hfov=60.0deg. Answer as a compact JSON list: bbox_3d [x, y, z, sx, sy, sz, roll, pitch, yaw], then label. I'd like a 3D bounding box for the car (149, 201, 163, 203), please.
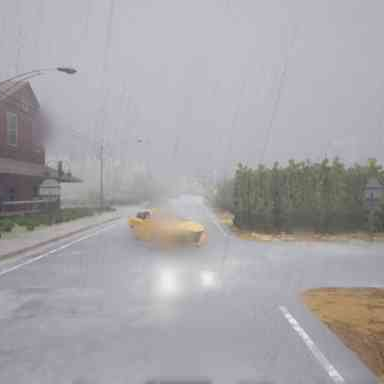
[{"bbox_3d":[-3.517,1.573,32.201,1.994,1.385,4.181,0,0,0],"label":"car"}]

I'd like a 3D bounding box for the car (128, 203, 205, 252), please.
[{"bbox_3d":[-1.264,1.476,14.298,1.882,1.535,5.008,0,0,-28],"label":"car"}]
